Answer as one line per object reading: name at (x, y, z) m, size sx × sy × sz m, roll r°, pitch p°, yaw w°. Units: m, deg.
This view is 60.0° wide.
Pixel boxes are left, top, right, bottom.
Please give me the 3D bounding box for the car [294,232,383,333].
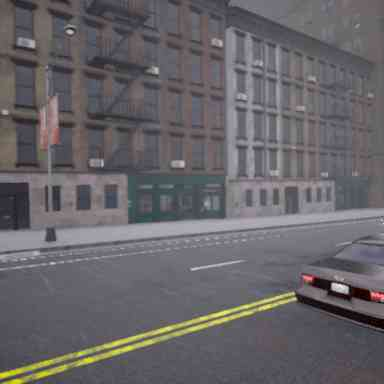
car at (4.332, 1.521, 6.571) m, size 5.357 × 1.411 × 2.033 m, roll 0°, pitch 0°, yaw -35°
